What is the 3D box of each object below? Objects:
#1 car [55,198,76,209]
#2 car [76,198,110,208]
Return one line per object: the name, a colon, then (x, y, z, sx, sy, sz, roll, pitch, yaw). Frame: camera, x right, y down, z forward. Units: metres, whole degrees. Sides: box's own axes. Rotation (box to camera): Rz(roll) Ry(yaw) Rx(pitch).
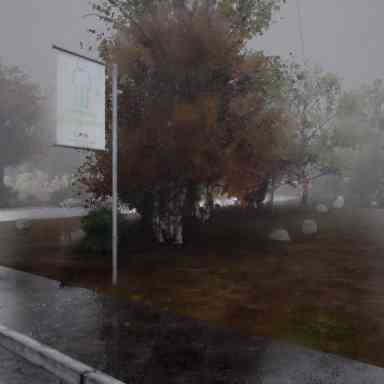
car: (-16.346, 1.542, 45.171, 1.994, 1.385, 4.181, 0, 0, 38)
car: (-12.486, 1.479, 44.421, 1.837, 1.490, 4.892, 0, 0, 38)
